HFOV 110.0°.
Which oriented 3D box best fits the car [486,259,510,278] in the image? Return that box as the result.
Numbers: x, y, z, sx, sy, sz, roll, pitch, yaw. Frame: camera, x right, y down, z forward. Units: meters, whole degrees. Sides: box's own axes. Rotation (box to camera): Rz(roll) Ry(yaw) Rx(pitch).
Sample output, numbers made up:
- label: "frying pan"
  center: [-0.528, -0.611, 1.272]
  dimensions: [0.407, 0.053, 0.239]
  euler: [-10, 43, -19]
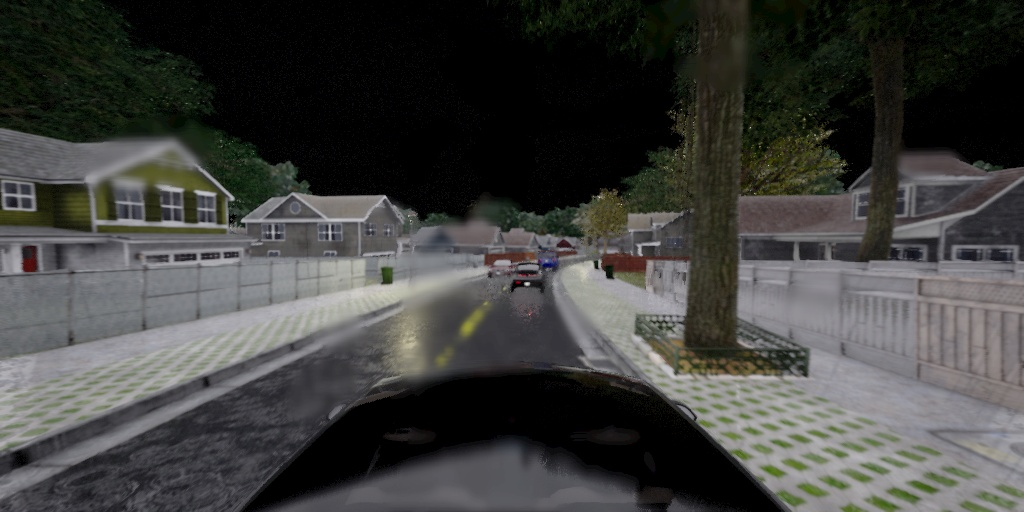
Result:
- label: "car"
  center: [-0.712, 1.009, 29.364]
  dimensions: [1.812, 1.442, 4.674]
  euler: [1, 0, 8]

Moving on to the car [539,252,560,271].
- label: "car"
  center: [4.191, 0.598, 40.595]
  dimensions: [2.150, 2.045, 5.566]
  euler: [1, 1, 12]

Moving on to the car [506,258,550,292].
- label: "car"
  center: [1.021, 1.107, 20.225]
  dimensions: [1.837, 1.490, 4.892]
  euler: [0, 1, 7]
